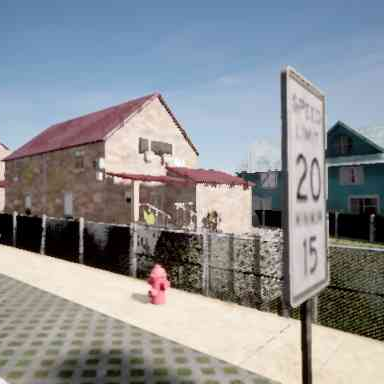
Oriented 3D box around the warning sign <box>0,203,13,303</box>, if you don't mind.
[{"bbox_3d":[-4.278,1.154,6.228,1.060,1.860,1.300,-2,-1,40],"label":"warning sign"}]
